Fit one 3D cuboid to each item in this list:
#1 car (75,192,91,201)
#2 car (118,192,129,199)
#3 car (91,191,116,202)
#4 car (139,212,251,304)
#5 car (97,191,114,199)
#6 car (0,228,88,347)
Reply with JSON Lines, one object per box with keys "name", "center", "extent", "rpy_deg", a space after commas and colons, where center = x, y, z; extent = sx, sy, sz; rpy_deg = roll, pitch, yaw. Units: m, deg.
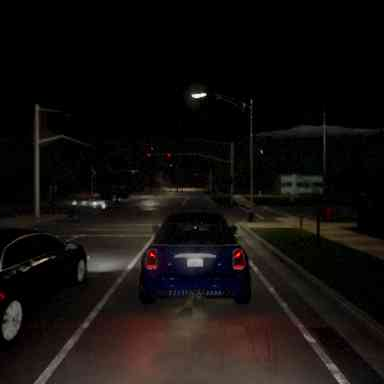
{"name": "car", "center": [-17.941, 0.736, 55.675], "extent": [1.882, 1.535, 5.008], "rpy_deg": [0, 1, 1]}
{"name": "car", "center": [-14.216, 0.635, 68.021], "extent": [2.033, 1.411, 5.357], "rpy_deg": [0, 1, 1]}
{"name": "car", "center": [-14.473, 0.875, 54.464], "extent": [1.895, 1.301, 4.718], "rpy_deg": [0, 1, 1]}
{"name": "car", "center": [0.070, 1.243, 8.042], "extent": [2.097, 1.767, 4.553], "rpy_deg": [0, 1, 0]}
{"name": "car", "center": [-17.708, 0.612, 68.593], "extent": [2.128, 1.511, 4.902], "rpy_deg": [0, 1, 1]}
{"name": "car", "center": [-3.440, 1.421, 6.140], "extent": [1.837, 1.490, 4.892], "rpy_deg": [0, 1, 0]}
